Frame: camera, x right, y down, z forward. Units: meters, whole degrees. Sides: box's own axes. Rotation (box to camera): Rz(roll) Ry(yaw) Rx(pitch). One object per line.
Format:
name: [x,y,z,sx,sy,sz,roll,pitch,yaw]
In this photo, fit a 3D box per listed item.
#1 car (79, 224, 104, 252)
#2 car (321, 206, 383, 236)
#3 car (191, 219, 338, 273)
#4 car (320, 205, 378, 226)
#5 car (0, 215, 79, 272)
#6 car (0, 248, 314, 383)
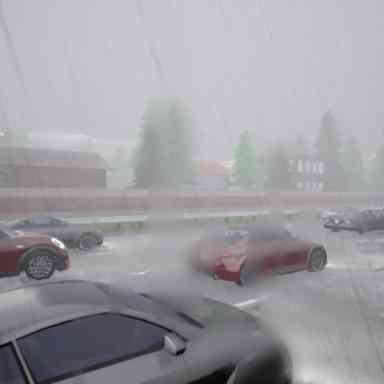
car: [-5.556,1.581,12.679,4.181,1.385,1.994,0,0,-35]
car: [9.851,1.659,19.371,5.357,1.411,2.033,0,0,-36]
car: [1.963,1.605,9.447,4.181,1.385,1.994,0,0,-35]
car: [11.911,1.741,25.139,4.718,1.301,1.895,0,0,-35]
car: [-5.535,1.354,8.396,4.553,1.767,2.097,1,0,-36]
car: [-0.963,1.570,3.059,4.181,1.385,1.994,0,0,-35]
